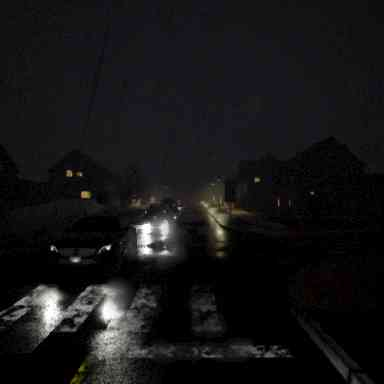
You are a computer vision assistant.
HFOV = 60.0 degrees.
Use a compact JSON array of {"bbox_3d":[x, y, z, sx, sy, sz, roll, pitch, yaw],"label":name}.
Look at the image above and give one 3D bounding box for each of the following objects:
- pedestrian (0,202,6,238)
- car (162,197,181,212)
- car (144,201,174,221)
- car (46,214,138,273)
[{"bbox_3d":[-9.810,1.379,16.822,0.375,1.860,0.375,0,-3,-1],"label":"pedestrian"},{"bbox_3d":[-2.838,1.449,40.669,2.097,1.767,4.553,0,0,0],"label":"car"},{"bbox_3d":[-2.841,1.654,27.867,1.895,1.301,4.718,0,0,0],"label":"car"},{"bbox_3d":[-2.849,1.452,10.477,1.812,1.442,4.674,0,-2,0],"label":"car"}]
